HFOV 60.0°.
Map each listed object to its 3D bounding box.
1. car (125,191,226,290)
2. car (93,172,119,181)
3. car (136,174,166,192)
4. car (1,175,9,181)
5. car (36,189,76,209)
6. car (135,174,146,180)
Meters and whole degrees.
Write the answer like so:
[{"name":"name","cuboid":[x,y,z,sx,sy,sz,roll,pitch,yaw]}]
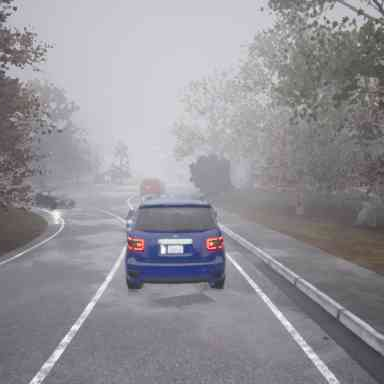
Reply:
[{"name":"car","cuboid":[-0.430,1.137,9.059,2.150,2.045,5.566,0,1,-2]},{"name":"car","cuboid":[-19.231,-3.513,74.470,5.566,2.045,2.150,0,5,1]},{"name":"car","cuboid":[-4.543,-0.627,39.144,2.150,2.045,5.566,0,5,4]},{"name":"car","cuboid":[-38.797,-2.975,68.043,2.097,1.767,4.553,3,5,33]},{"name":"car","cuboid":[-11.860,0.537,28.691,4.674,1.442,1.812,4,6,43]},{"name":"car","cuboid":[-10.672,-3.371,75.227,5.008,1.535,1.882,2,5,28]}]
